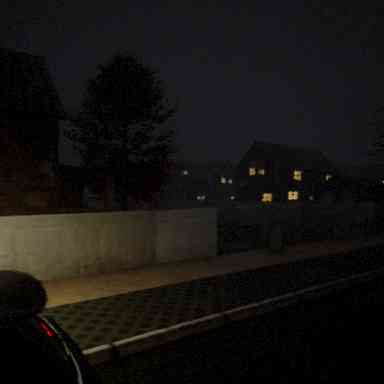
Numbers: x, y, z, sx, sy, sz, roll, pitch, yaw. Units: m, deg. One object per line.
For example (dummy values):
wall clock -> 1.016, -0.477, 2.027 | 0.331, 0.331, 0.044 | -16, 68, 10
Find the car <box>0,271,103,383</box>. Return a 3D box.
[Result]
car -> -2.558, 1.353, 1.247 | 4.553, 1.767, 2.097 | 0, 0, -36
